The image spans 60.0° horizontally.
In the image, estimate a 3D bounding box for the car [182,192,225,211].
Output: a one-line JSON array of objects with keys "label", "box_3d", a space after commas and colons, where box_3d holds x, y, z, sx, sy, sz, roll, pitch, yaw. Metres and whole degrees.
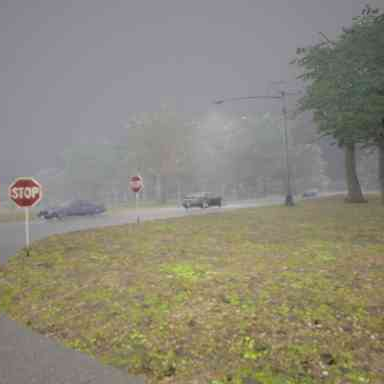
[{"label": "car", "box_3d": [1.071, 0.743, 28.585, 2.128, 1.511, 4.902, -4, -1, 34]}]

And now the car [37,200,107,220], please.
[{"label": "car", "box_3d": [-9.189, 1.337, 25.964, 2.033, 1.411, 5.357, -4, -1, 34]}]

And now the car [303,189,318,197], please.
[{"label": "car", "box_3d": [20.929, 0.145, 58.606, 1.994, 1.385, 4.181, -4, -1, 29]}]

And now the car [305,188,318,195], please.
[{"label": "car", "box_3d": [29.919, -0.121, 83.187, 1.882, 1.535, 5.008, -4, -1, 34]}]
